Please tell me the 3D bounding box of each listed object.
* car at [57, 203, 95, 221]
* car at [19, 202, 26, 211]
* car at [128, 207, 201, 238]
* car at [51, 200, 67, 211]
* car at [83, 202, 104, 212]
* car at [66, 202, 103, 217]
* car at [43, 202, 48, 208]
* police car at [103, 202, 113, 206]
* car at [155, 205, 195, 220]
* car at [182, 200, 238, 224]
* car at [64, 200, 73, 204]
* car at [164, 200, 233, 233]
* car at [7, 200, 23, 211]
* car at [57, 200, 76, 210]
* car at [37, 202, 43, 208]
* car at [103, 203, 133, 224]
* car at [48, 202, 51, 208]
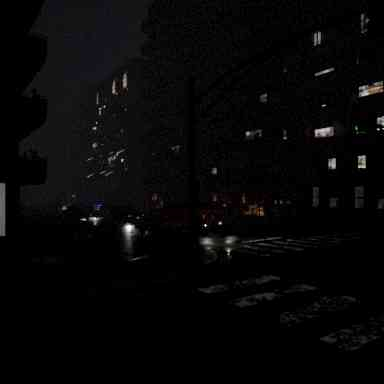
[{"bbox_3d":[-11.877,2.163,33.835,1.887,1.381,4.507,-1,0,-36],"label":"car"},{"bbox_3d":[-31.825,2.769,61.346,1.887,1.381,4.507,-1,0,-36],"label":"car"},{"bbox_3d":[-1.804,1.832,19.941,1.752,1.417,4.829,-1,0,-36],"label":"car"},{"bbox_3d":[-23.220,2.600,59.366,1.837,1.490,4.892,0,-1,-36],"label":"car"},{"bbox_3d":[-16.351,2.432,55.069,1.882,1.535,5.008,0,-1,-36],"label":"car"},{"bbox_3d":[-12.952,2.258,39.773,2.033,1.411,5.357,0,-1,-36],"label":"car"},{"bbox_3d":[-31.750,2.972,75.464,1.947,1.339,4.313,-1,0,-36],"label":"car"},{"bbox_3d":[-12.311,2.256,49.488,1.930,1.638,5.238,0,-1,-36],"label":"police car"},{"bbox_3d":[-1.830,2.045,34.199,1.887,1.381,4.507,-1,0,-36],"label":"car"},{"bbox_3d":[1.488,1.713,29.615,2.192,1.841,5.009,-1,0,-36],"label":"car"},{"bbox_3d":[-17.691,2.418,51.738,2.128,1.511,4.902,0,-1,-36],"label":"car"},{"bbox_3d":[0.038,1.531,21.826,2.150,2.045,5.566,0,-1,-36],"label":"car"},{"bbox_3d":[-35.154,2.639,65.931,2.192,1.841,5.009,-1,0,-36],"label":"car"},{"bbox_3d":[-25.107,2.523,66.294,2.192,1.841,5.009,-1,0,-36],"label":"car"},{"bbox_3d":[-35.076,3.049,80.050,1.887,1.381,4.507,-1,0,-36],"label":"car"},{"bbox_3d":[-6.025,2.003,30.202,1.837,1.490,4.892,0,-1,-36],"label":"car"},{"bbox_3d":[-28.433,2.623,70.880,2.192,1.841,5.009,-1,0,-36],"label":"car"}]
